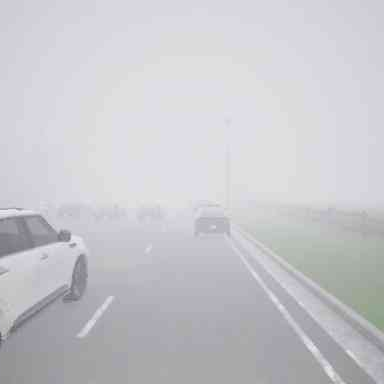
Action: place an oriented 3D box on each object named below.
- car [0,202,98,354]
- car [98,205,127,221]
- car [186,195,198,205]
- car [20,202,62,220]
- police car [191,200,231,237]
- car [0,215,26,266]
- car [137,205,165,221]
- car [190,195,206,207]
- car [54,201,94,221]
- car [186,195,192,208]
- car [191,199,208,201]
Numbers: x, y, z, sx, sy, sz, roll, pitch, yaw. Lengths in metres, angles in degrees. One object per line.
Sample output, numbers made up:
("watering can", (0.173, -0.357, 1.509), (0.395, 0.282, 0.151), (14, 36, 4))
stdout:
("car", (-3.399, 1.246, 5.215), (2.150, 2.045, 5.566), (0, 0, 0))
("car", (-6.898, 1.732, 28.464), (1.895, 1.301, 4.718), (0, 0, 0))
("car", (0.005, 1.530, 66.278), (2.150, 2.045, 5.566), (0, 0, 0))
("car", (-13.898, 1.669, 30.940), (1.812, 1.442, 4.674), (0, 0, 0))
("police car", (1.051, 1.512, 18.844), (1.930, 1.638, 5.238), (0, 0, 0))
("car", (-6.899, 1.549, 9.509), (1.837, 1.490, 4.892), (0, 0, 0))
("car", (-3.398, 1.732, 28.464), (1.895, 1.301, 4.718), (0, 0, 0))
("car", (1.051, 1.511, 34.705), (2.097, 1.767, 4.553), (0, 0, 0))
("car", (-10.398, 1.643, 29.777), (1.837, 1.490, 4.892), (0, 0, 0))
("car", (0.003, 1.716, 51.688), (1.882, 1.535, 5.008), (0, 0, 0))
("car", (1.051, 1.638, 28.734), (1.837, 1.490, 4.892), (0, 0, 0))
